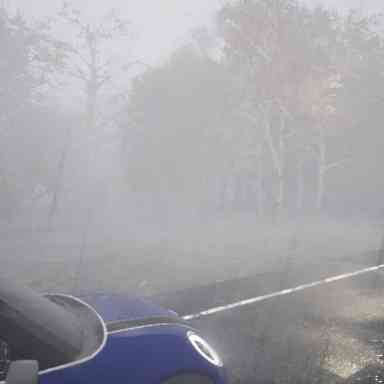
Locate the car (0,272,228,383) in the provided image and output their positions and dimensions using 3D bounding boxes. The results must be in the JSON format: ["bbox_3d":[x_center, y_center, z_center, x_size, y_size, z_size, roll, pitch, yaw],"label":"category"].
[{"bbox_3d":[-1.874,1.352,2.411,4.553,1.767,2.097,0,0,-35],"label":"car"}]
